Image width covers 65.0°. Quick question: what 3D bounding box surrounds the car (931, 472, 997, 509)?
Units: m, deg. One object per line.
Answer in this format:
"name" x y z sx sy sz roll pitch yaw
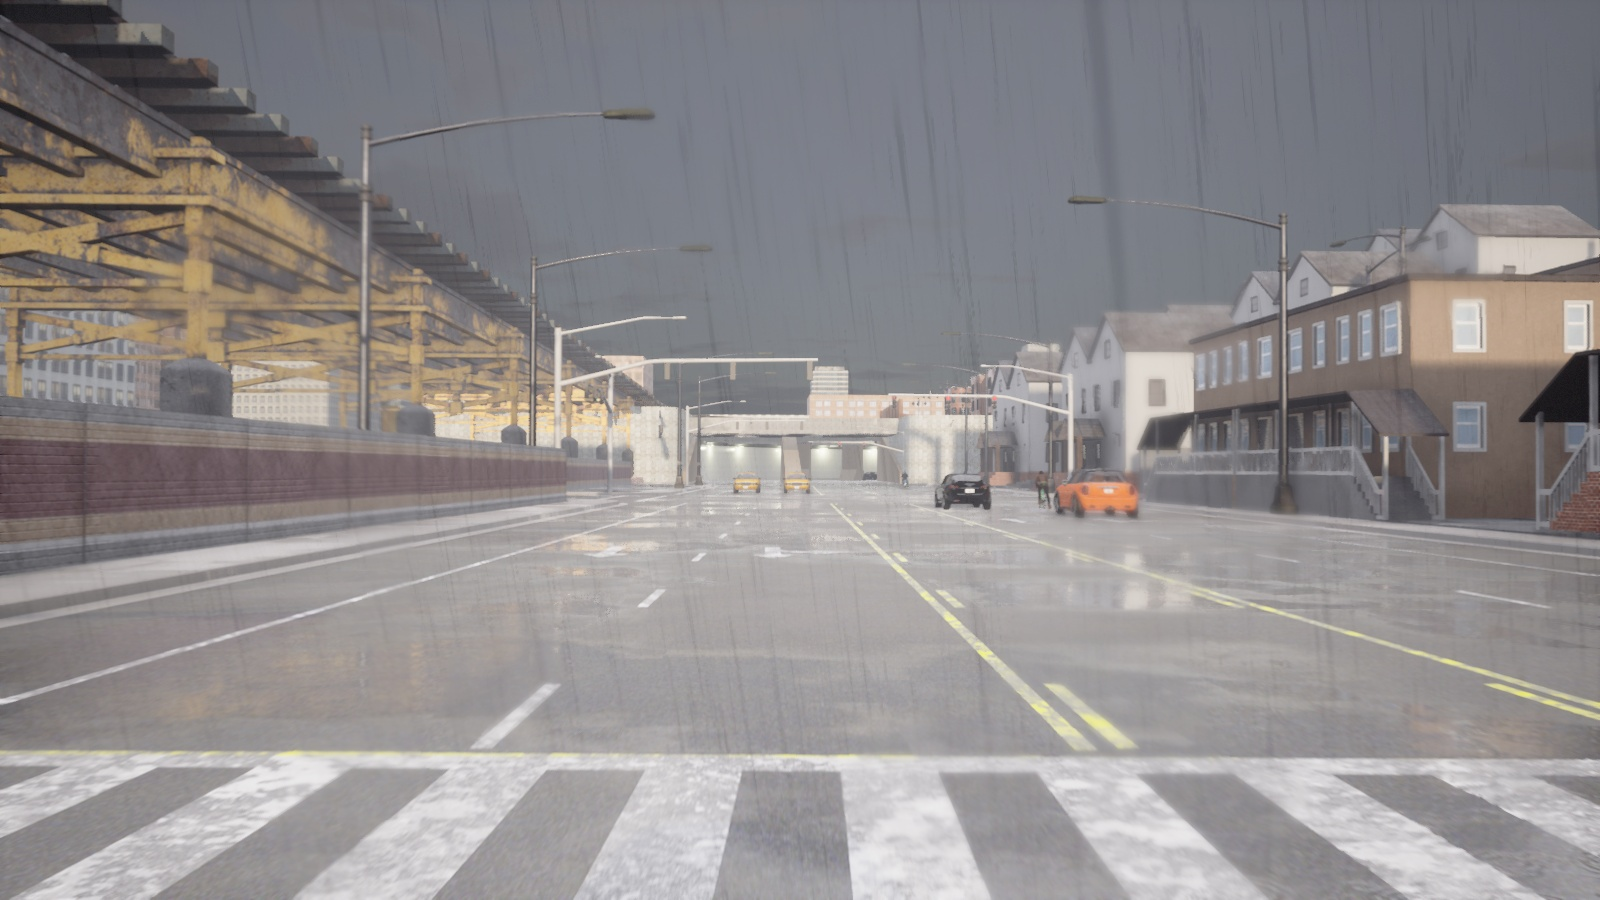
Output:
"car" 6.881 1.678 53.239 2.163 1.488 4.792 0 -1 0

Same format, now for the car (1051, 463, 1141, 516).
"car" 10.400 1.377 44.528 2.097 1.767 4.553 0 -1 0

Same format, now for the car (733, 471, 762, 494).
"car" -3.699 2.259 89.065 1.801 1.575 5.366 0 -1 0

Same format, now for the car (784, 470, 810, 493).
"car" -0.200 2.247 89.162 1.801 1.575 5.366 0 -1 0
